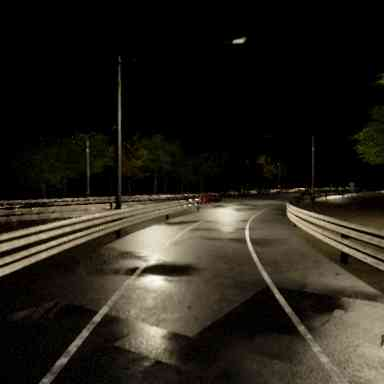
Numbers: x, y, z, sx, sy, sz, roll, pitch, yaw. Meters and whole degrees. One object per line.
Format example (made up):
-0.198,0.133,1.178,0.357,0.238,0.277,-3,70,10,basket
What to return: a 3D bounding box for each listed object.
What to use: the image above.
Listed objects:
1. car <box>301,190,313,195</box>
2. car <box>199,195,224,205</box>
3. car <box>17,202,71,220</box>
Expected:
26.883,0.231,77.090,1.994,1.385,4.181,0,2,42,car
2.902,1.136,50.092,1.812,1.442,4.674,0,2,42,car
-13.793,1.714,31.297,1.837,1.490,4.892,0,1,42,car
